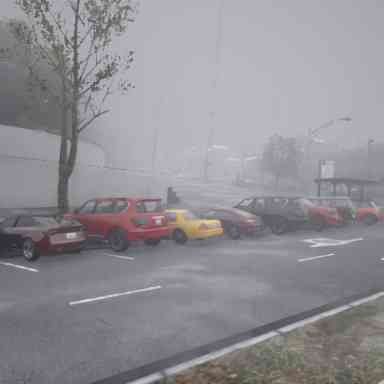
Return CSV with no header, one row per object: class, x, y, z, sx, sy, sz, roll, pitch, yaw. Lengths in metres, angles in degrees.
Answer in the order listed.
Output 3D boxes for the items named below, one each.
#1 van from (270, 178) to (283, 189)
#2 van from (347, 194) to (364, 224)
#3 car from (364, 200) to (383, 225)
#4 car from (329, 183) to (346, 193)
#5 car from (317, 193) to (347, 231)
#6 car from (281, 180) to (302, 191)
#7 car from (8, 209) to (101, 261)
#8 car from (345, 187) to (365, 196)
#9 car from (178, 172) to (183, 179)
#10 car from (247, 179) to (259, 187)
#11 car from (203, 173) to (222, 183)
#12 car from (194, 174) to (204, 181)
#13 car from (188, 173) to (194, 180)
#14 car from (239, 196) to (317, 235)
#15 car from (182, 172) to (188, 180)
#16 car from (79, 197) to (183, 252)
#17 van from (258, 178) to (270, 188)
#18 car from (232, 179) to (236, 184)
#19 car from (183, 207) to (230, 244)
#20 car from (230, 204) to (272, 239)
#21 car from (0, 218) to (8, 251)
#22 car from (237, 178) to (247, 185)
van,17.544,-1.492,65.136,1.878,1.987,4.442,7,4,35
van,8.926,1.296,22.668,4.442,1.987,1.878,-1,-1,35
car,11.335,1.402,24.420,4.553,1.767,2.185,-1,-1,35
car,24.519,-0.427,55.392,2.435,2.045,5.566,7,3,35
car,6.389,1.266,20.997,5.566,2.045,2.435,-1,-1,35
car,19.305,-0.993,62.775,2.231,1.521,4.892,7,3,35
car,-5.919,1.523,12.329,4.792,1.488,2.163,-1,-1,35
car,26.211,0.135,52.920,2.002,1.452,4.674,7,3,35
car,-1.598,-4.363,92.165,2.435,2.045,5.566,1,-1,34
car,14.238,-1.813,70.337,1.946,1.575,5.366,7,3,35
car,5.553,-3.177,82.626,1.946,1.575,5.366,7,3,34
car,3.701,-3.700,84.884,2.435,2.045,5.566,7,3,34
car,1.905,-3.851,87.349,2.185,1.767,4.553,6,3,34
car,3.876,1.261,19.291,5.566,2.045,2.435,-1,-1,35
car,0.174,-4.086,89.818,2.185,1.767,4.553,4,1,33
car,-3.475,1.247,14.075,5.566,2.045,2.435,-1,-1,34
van,15.814,-1.765,67.607,1.878,1.987,4.442,7,4,35
car,10.662,-2.318,75.118,2.002,1.452,4.674,7,3,35
car,-1.156,1.502,15.903,5.366,1.575,1.946,-1,-1,35
car,1.450,1.547,17.532,4.674,1.452,2.002,-1,-1,35
car,-8.338,1.492,10.581,4.892,1.521,2.231,-1,-1,34
car,12.406,-2.045,72.657,2.002,1.452,4.674,7,4,35
